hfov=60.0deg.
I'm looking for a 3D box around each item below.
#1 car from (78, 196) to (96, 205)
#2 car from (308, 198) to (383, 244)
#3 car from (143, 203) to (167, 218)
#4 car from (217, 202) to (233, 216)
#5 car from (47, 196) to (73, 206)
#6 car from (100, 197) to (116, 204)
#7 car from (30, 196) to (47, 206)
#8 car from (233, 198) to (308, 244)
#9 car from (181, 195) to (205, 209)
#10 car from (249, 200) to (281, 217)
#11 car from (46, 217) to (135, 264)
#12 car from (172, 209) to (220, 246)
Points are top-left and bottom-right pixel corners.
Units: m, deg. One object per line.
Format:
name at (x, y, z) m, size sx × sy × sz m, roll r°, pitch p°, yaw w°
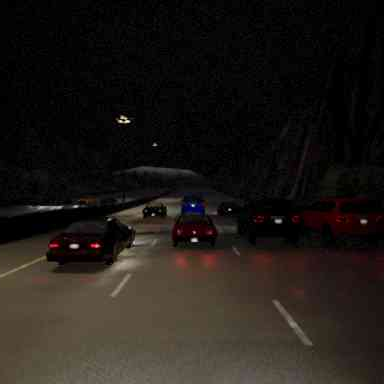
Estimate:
car at (-17.553, 1.396, 55.704) m, size 1.882 × 1.535 × 5.008 m, roll 0°, pitch 1°, yaw 1°
car at (7.099, 1.316, 16.431) m, size 2.150 × 2.045 × 5.566 m, roll 0°, pitch 0°, yaw 0°
car at (-3.403, 1.695, 31.346) m, size 1.895 × 1.301 × 4.718 m, roll 0°, pitch 0°, yaw 0°
car at (3.597, 1.650, 33.692) m, size 1.994 × 1.385 × 4.181 m, roll 0°, pitch 0°, yaw 0°
car at (-21.063, 1.429, 54.132) m, size 2.128 × 1.511 × 4.902 m, roll 0°, pitch 1°, yaw 0°
car at (-14.055, 1.481, 55.875) m, size 1.994 × 1.385 × 4.181 m, roll 0°, pitch 1°, yaw 1°
car at (-24.557, 1.463, 54.133) m, size 1.812 × 1.442 × 4.674 m, roll 0°, pitch 1°, yaw 0°
car at (3.600, 1.316, 16.525) m, size 2.150 × 2.045 × 5.566 m, roll 0°, pitch 0°, yaw 0°
car at (0.097, 1.313, 32.297) m, size 2.150 × 2.045 × 5.566 m, roll 0°, pitch 0°, yaw 0°
car at (7.097, 1.580, 33.050) m, size 2.128 × 1.511 × 4.902 m, roll 0°, pitch 0°, yaw 0°
car at (-3.400, 1.626, 12.116) m, size 2.033 × 1.411 × 5.357 m, roll 0°, pitch 0°, yaw 0°
car at (0.100, 1.694, 15.899) m, size 1.895 × 1.301 × 4.718 m, roll 0°, pitch 0°, yaw 0°
